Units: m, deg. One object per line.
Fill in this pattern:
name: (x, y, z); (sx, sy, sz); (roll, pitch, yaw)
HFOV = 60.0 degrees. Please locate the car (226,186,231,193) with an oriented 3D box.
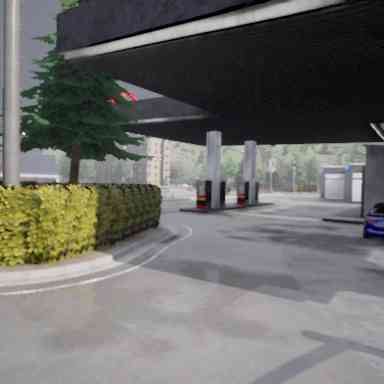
car: (5.793, -0.604, 68.680); (4.514, 1.523, 2.007); (3, 2, 35)

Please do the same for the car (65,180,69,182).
car: (-26.297, -1.538, 68.460); (4.605, 1.855, 1.932); (3, 2, 35)

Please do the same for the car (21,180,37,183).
car: (-17.996, -0.325, 35.630); (3.866, 1.878, 1.905); (3, 2, 35)

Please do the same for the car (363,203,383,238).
car: (9.508, 1.316, 15.698); (2.242, 1.667, 4.611); (3, 2, 35)

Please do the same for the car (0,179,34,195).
car: (-22.549, -0.634, 42.833); (4.605, 1.855, 1.932); (3, 2, 35)

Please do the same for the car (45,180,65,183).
car: (-27.628, -1.503, 65.844); (3.866, 1.878, 1.905); (3, 2, 35)
